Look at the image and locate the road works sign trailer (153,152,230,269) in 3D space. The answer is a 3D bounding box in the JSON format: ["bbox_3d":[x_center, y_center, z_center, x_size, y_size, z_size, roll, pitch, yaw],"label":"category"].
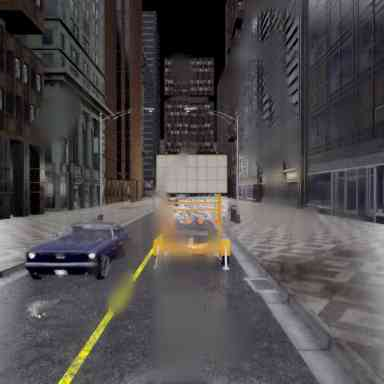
[{"bbox_3d":[-0.007,0.464,11.069,2.380,3.560,2.880,0,0,0],"label":"road works sign trailer"}]

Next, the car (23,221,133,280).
[{"bbox_3d":[-3.108,1.600,10.086,1.895,1.301,4.718,0,0,0],"label":"car"}]

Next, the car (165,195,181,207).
[{"bbox_3d":[-3.153,1.526,51.566,1.812,1.442,4.674,0,0,0],"label":"car"}]
